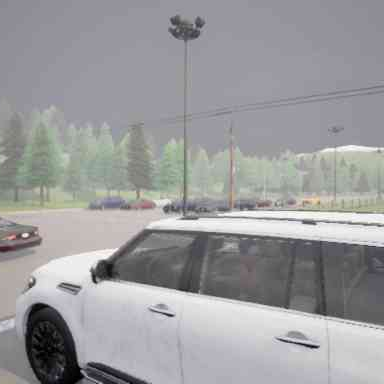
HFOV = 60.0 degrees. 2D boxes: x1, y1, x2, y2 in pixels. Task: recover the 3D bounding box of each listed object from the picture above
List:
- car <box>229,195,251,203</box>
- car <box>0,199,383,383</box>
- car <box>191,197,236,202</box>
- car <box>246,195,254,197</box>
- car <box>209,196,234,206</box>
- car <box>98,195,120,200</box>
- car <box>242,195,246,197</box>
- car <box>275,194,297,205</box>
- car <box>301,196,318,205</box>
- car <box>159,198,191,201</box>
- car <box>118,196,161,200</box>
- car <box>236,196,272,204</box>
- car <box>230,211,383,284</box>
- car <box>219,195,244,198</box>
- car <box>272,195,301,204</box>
[{"bbox_3d":[9.618,1.360,66.234,2.128,1.511,4.902,0,0,36],"label":"car"},{"bbox_3d":[0.416,1.215,3.621,5.566,2.045,2.150,0,0,34],"label":"car"},{"bbox_3d":[2.159,1.491,32.280,1.994,1.385,4.181,0,0,36],"label":"car"},{"bbox_3d":[10.182,1.514,49.287,1.895,1.301,4.718,0,0,36],"label":"car"},{"bbox_3d":[4.795,1.409,53.762,1.812,1.442,4.674,0,0,36],"label":"car"},{"bbox_3d":[-10.003,1.219,39.307,2.097,1.767,4.553,0,0,35],"label":"car"},{"bbox_3d":[10.862,1.361,61.994,1.882,1.535,5.008,0,0,36],"label":"car"},{"bbox_3d":[16.299,1.266,57.632,2.097,1.767,4.553,0,0,36],"label":"car"},{"bbox_3d":[20.116,1.406,56.931,1.882,1.535,5.008,0,0,37],"label":"car"},{"bbox_3d":[-0.969,1.513,33.922,1.895,1.301,4.718,0,0,33],"label":"car"},{"bbox_3d":[-6.077,1.446,38.812,1.994,1.385,4.181,0,0,36],"label":"car"},{"bbox_3d":[7.299,1.529,39.374,1.895,1.301,4.718,0,0,36],"label":"car"},{"bbox_3d":[3.804,1.467,9.829,5.008,1.535,1.882,0,0,35],"label":"car"},{"bbox_3d":[4.200,1.476,41.067,1.994,1.385,4.181,0,0,36],"label":"car"},{"bbox_3d":[13.419,1.420,47.782,2.128,1.511,4.902,0,0,36],"label":"car"}]
